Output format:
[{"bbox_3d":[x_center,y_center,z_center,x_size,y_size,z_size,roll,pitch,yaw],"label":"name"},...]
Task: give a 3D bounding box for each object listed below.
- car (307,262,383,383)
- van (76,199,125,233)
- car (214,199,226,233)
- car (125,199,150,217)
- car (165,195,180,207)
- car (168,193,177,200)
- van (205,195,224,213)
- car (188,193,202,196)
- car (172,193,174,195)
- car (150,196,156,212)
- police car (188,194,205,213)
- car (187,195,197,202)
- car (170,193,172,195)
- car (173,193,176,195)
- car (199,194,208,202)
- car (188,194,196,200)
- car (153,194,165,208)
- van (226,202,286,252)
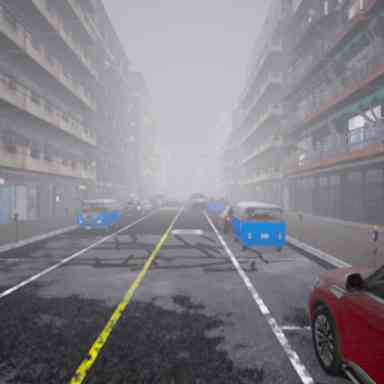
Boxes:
[{"bbox_3d":[2.578,1.312,2.521,2.192,1.841,5.009,1,0,0],"label":"car"},{"bbox_3d":[-5.296,1.318,19.152,1.690,1.788,3.998,1,0,0],"label":"van"},{"bbox_3d":[2.583,1.417,19.168,1.967,1.590,4.097,1,0,0],"label":"car"},{"bbox_3d":[-5.294,1.402,30.250,1.967,1.590,4.097,1,0,0],"label":"car"},{"bbox_3d":[-2.812,1.534,50.261,1.895,1.301,4.718,0,0,0],"label":"car"},{"bbox_3d":[-5.270,1.186,91.289,2.192,1.841,5.009,1,0,0],"label":"car"},{"bbox_3d":[2.590,1.295,35.816,1.690,1.788,3.998,1,0,0],"label":"van"},{"bbox_3d":[0.844,1.155,52.649,2.150,2.045,5.566,0,0,0],"label":"car"},{"bbox_3d":[-5.281,1.488,69.093,1.802,1.307,4.206,1,0,0],"label":"car"},{"bbox_3d":[-5.293,1.480,35.629,1.752,1.417,4.829,1,0,0],"label":"car"},{"bbox_3d":[0.839,1.378,36.727,1.930,1.638,5.238,0,0,0],"label":"police car"},{"bbox_3d":[0.026,1.315,71.724,2.033,1.411,5.357,0,0,0],"label":"car"},{"bbox_3d":[-5.282,1.238,57.995,2.192,1.841,5.009,1,0,0],"label":"car"},{"bbox_3d":[-5.277,1.415,80.021,1.752,1.417,4.829,1,0,0],"label":"car"},{"bbox_3d":[2.603,1.338,74.660,1.967,1.590,4.097,1,0,0],"label":"car"},{"bbox_3d":[0.031,1.229,86.725,1.882,1.535,5.008,0,0,0],"label":"car"},{"bbox_3d":[-5.288,1.379,46.897,1.967,1.590,4.097,1,0,0],"label":"car"},{"bbox_3d":[2.582,1.325,13.620,1.690,1.788,3.998,1,0,0],"label":"van"}]
